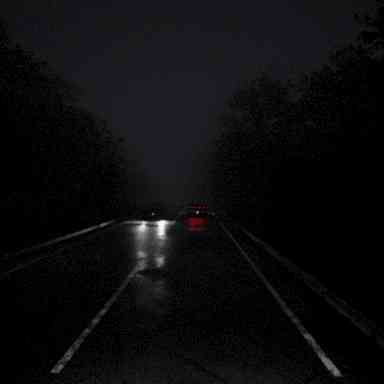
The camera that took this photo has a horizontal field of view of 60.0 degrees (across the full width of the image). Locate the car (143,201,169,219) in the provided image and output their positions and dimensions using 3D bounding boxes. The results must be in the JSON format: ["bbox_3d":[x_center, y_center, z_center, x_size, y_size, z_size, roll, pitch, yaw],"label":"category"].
[{"bbox_3d":[-3.075,1.545,29.010,1.837,1.490,4.892,0,0,1],"label":"car"}]

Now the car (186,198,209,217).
[{"bbox_3d":[0.534,1.545,31.924,1.837,1.490,4.892,0,0,1],"label":"car"}]

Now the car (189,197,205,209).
[{"bbox_3d":[0.763,1.543,47.027,2.128,1.511,4.902,0,0,1],"label":"car"}]
